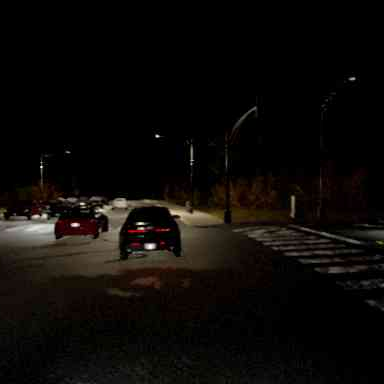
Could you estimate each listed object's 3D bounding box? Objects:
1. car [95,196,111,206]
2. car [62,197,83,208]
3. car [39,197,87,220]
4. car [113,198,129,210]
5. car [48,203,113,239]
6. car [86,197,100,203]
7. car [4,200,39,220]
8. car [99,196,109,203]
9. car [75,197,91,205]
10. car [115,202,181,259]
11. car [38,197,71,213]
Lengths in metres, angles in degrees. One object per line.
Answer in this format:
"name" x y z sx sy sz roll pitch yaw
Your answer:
"car" -14.760 1.431 55.183 2.128 1.511 4.902 1 0 -10
"car" -16.304 1.443 45.590 1.994 1.385 4.181 1 0 -10
"car" -10.075 1.397 26.443 2.128 1.511 4.902 1 0 -8
"car" -8.937 1.492 41.534 1.812 1.442 4.674 1 0 -9
"car" -5.273 1.421 16.304 1.994 1.385 4.181 -1 -1 -7
"car" -11.374 1.478 35.235 1.994 1.385 4.181 1 0 -9
"car" -13.425 1.387 26.912 1.812 1.442 4.674 1 0 -8
"car" -12.925 1.415 45.135 2.128 1.511 4.902 1 0 -10
"car" -18.175 1.497 55.743 1.895 1.301 4.718 1 0 -11
"car" -1.452 1.265 11.664 1.837 1.490 4.892 -2 0 -7
"car" -14.759 1.361 35.938 2.128 1.511 4.902 1 0 -9
